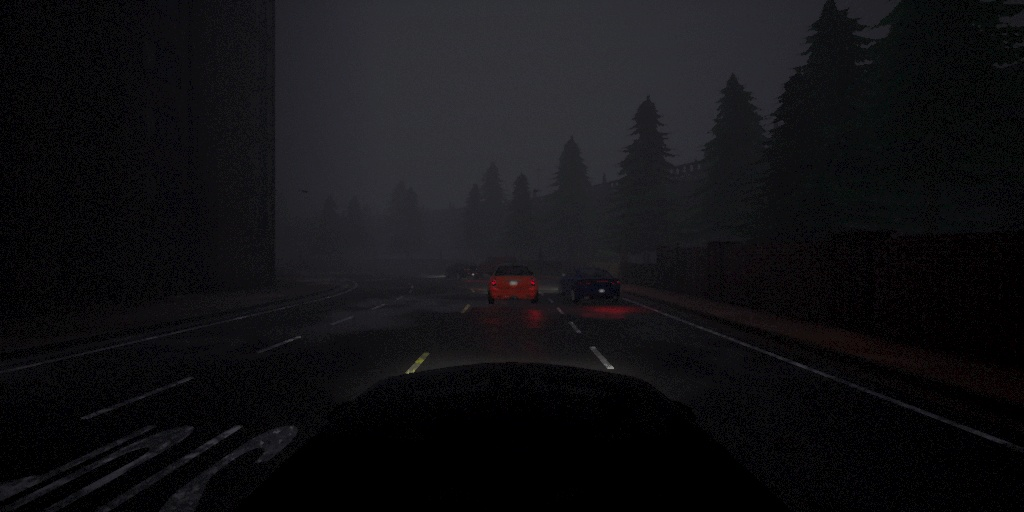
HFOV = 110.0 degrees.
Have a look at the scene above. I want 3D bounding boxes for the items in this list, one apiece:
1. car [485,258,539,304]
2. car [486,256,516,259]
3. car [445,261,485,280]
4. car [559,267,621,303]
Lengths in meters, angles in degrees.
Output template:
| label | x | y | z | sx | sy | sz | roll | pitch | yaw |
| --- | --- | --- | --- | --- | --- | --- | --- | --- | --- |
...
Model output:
| label | x | y | z | sx | sy | sz | roll | pitch | yaw |
| --- | --- | --- | --- | --- | --- | --- | --- | --- | --- |
| car | -0.032 | 1.116 | 16.548 | 2.097 | 1.767 | 4.553 | 0 | 0 | -3 |
| car | -1.386 | 1.008 | 33.406 | 2.150 | 2.045 | 5.566 | 0 | 0 | -30 |
| car | -4.408 | 1.266 | 31.639 | 1.837 | 1.490 | 4.892 | 0 | 0 | -30 |
| car | 3.463 | 1.235 | 16.735 | 1.882 | 1.535 | 5.008 | 0 | 0 | -3 |
